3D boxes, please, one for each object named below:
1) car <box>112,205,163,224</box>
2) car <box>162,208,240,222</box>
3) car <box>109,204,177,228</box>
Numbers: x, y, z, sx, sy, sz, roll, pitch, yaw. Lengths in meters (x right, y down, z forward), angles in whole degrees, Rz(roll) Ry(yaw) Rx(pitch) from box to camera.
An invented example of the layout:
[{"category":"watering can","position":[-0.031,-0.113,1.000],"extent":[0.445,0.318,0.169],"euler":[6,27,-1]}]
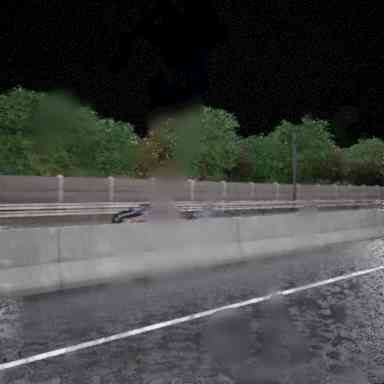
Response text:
[{"category":"car","position":[-2.293,1.609,19.545],"extent":[4.181,1.385,1.994],"euler":[0,0,-35]},{"category":"car","position":[0.885,1.615,17.512],"extent":[4.181,1.385,1.994],"euler":[0,0,-35]},{"category":"car","position":[-3.361,1.614,23.081],"extent":[4.181,1.385,1.994],"euler":[0,0,-35]}]
